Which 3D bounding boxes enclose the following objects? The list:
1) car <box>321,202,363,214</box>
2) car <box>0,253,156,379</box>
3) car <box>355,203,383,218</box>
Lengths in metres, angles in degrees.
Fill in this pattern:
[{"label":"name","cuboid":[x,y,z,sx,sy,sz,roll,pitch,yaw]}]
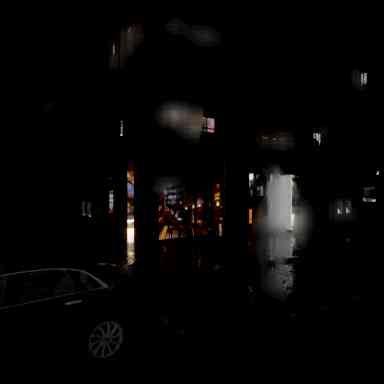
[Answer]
[{"label":"car","cuboid":[17.800,1.843,39.700,1.802,1.307,4.206,-1,0,-35]},{"label":"car","cuboid":[-2.593,1.551,4.249,4.403,1.369,2.008,0,0,-35]},{"label":"car","cuboid":[16.261,1.754,32.439,1.994,1.385,4.181,0,-1,-35]}]
